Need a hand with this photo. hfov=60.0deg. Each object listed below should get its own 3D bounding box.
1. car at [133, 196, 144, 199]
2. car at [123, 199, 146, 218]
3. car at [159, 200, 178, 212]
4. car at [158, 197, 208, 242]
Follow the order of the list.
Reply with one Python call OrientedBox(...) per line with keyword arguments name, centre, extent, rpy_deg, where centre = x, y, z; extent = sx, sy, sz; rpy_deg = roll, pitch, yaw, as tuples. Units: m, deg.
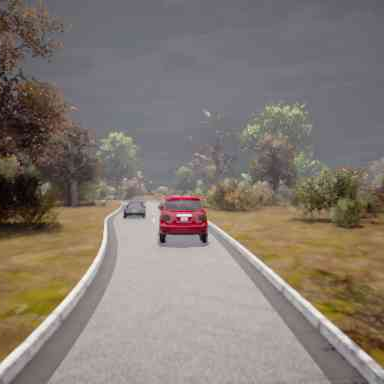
OrientedBox(name="car", centre=(-7.218, 1.379, 44.589), extent=(2.097, 1.767, 4.553), rpy_deg=(0, 0, -9))
OrientedBox(name="car", centre=(-5.186, 1.584, 30.324), extent=(1.994, 1.385, 4.181), rpy_deg=(0, 0, -8))
OrientedBox(name="car", centre=(-2.904, 1.626, 39.625), extent=(1.895, 1.301, 4.718), rpy_deg=(0, 0, -8))
OrientedBox(name="car", centre=(-0.495, 1.232, 16.595), extent=(2.150, 2.045, 5.566), rpy_deg=(0, 0, -4))
